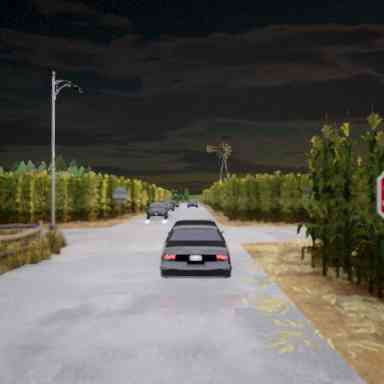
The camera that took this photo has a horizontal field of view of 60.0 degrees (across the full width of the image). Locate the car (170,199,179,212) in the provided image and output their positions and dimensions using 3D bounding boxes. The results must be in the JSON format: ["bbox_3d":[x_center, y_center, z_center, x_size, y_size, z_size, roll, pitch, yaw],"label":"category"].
[{"bbox_3d":[-3.188,1.708,42.994,2.128,1.511,4.902,0,0,0],"label":"car"}]

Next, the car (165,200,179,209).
[{"bbox_3d":[-3.170,1.965,54.343,1.994,1.385,4.181,0,-1,0],"label":"car"}]

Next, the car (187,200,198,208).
[{"bbox_3d":[0.108,2.136,61.266,2.033,1.411,5.357,0,-1,0],"label":"car"}]

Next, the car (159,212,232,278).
[{"bbox_3d":[0.094,1.554,10.083,2.033,1.411,5.357,0,0,0],"label":"car"}]

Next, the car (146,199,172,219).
[{"bbox_3d":[-3.151,1.679,31.121,1.837,1.490,4.892,0,-1,-1],"label":"car"}]
